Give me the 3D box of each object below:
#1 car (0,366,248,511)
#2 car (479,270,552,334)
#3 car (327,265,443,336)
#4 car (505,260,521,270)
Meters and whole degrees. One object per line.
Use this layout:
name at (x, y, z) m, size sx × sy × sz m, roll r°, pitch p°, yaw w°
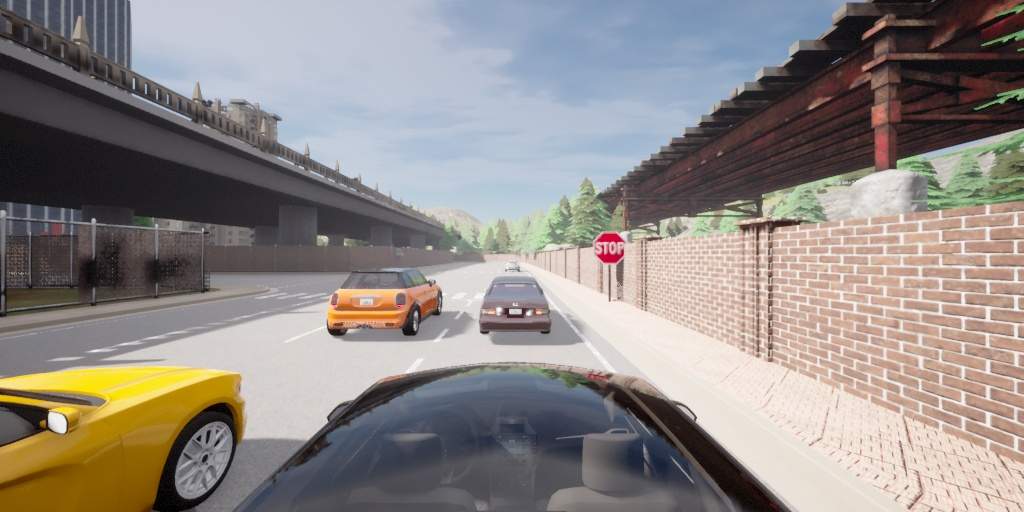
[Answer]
car at (-3.398, 1.228, 1.300) m, size 1.882 × 1.535 × 5.008 m, roll 0°, pitch 0°, yaw 0°
car at (0.075, 1.297, 10.581) m, size 2.033 × 1.411 × 5.357 m, roll 0°, pitch 0°, yaw 0°
car at (-3.426, 1.102, 10.557) m, size 2.097 × 1.767 × 4.553 m, roll 0°, pitch 0°, yaw 0°
car at (0.054, 1.275, 46.318) m, size 1.812 × 1.442 × 4.674 m, roll 0°, pitch 0°, yaw -1°
